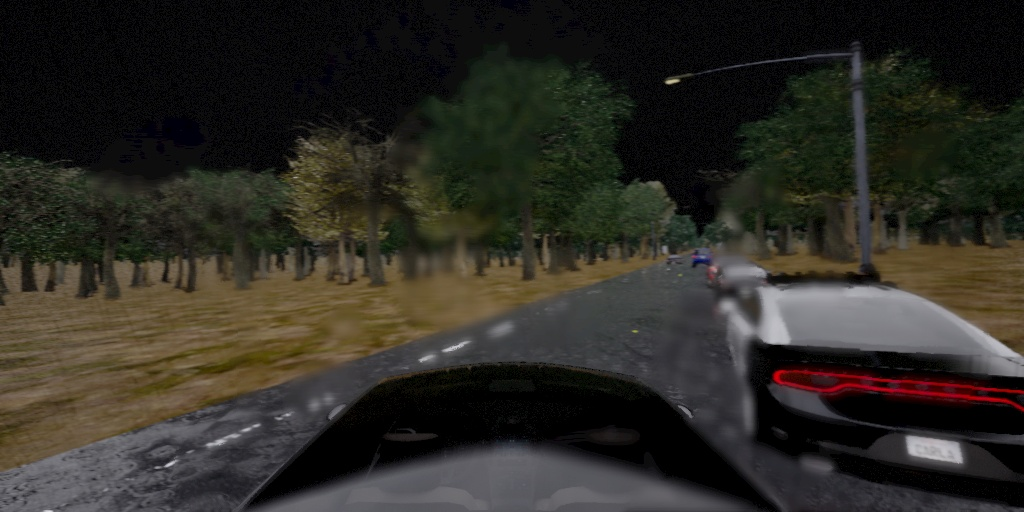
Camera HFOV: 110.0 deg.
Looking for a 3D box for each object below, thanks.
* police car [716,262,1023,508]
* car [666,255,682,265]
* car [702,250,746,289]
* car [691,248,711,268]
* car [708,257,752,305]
[{"bbox_3d":[3.938,1.016,4.626,1.930,1.638,5.238,-3,0,28],"label":"police car"},{"bbox_3d":[22.981,0.508,50.722,2.033,1.411,5.357,-3,0,28],"label":"car"},{"bbox_3d":[11.301,0.689,18.675,2.097,1.767,4.553,-3,0,28],"label":"car"},{"bbox_3d":[21.558,0.203,40.448,2.150,2.045,5.566,-3,0,28],"label":"car"},{"bbox_3d":[8.537,0.960,13.385,1.812,1.442,4.674,-3,0,28],"label":"car"}]
